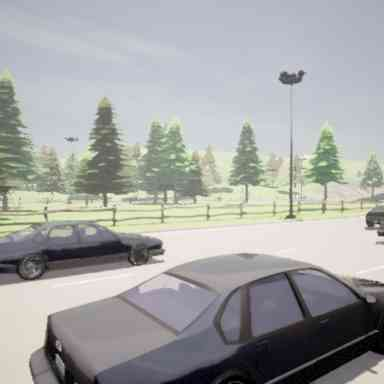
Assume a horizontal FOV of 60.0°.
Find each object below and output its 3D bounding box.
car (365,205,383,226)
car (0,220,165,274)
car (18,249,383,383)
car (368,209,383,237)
[{"bbox_3d":[13.251,1.599,21.796,4.892,1.490,1.837,0,0,-36],"label":"car"},{"bbox_3d":[-3.455,1.560,9.881,5.357,1.411,2.033,0,0,-35],"label":"car"},{"bbox_3d":[0.891,1.560,4.383,5.357,1.411,2.033,0,0,-36],"label":"car"},{"bbox_3d":[10.860,1.620,15.791,5.357,1.411,2.033,0,0,-36],"label":"car"}]
